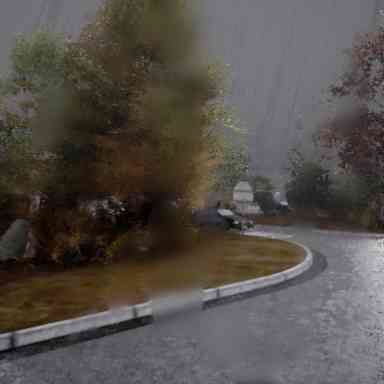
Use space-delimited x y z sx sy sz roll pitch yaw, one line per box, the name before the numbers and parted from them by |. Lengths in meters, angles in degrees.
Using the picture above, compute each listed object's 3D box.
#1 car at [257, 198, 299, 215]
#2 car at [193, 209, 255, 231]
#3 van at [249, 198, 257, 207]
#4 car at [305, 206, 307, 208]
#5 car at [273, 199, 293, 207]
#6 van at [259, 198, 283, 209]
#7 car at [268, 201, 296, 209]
car | 12.584 2.276 47.709 2.150 2.045 5.566 3 -3 -35
car | 1.817 1.872 23.075 2.033 1.411 5.357 3 -3 -36
van | 13.724 2.433 78.723 1.878 1.987 4.442 2 -1 -36
car | 20.049 2.601 68.067 1.946 1.575 5.366 2 -1 -36
car | 23.471 2.872 85.958 2.185 1.767 4.553 2 -1 -36
van | 15.463 2.275 65.107 1.878 1.987 4.442 1 -1 -36
car | 17.897 2.547 66.502 1.946 1.575 5.366 1 -1 -36
